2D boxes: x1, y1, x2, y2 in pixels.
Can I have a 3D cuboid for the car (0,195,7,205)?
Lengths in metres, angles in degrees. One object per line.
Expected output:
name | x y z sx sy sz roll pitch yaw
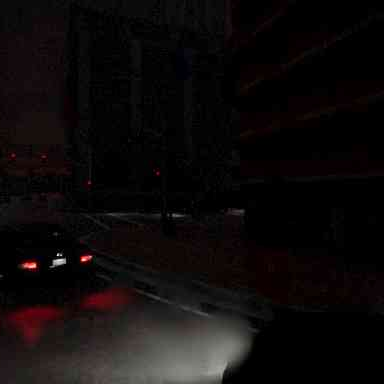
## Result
car | -34.653 1.601 58.842 1.895 1.301 4.718 0 0 -23

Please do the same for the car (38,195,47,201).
car | -36.189 1.540 80.546 2.033 1.411 5.357 0 0 -23

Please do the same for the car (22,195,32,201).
car | -40.079 1.525 80.763 2.128 1.511 4.902 0 0 -23

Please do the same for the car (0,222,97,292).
car | -4.408 1.547 9.102 2.033 1.411 5.357 0 0 -38

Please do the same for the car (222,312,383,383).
car | 2.800 1.547 2.071 5.357 1.411 2.033 0 0 35

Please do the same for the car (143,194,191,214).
car | -2.525 1.277 36.554 5.566 2.045 2.150 0 0 -22

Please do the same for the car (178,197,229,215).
car | 1.461 1.560 34.413 4.892 1.490 1.837 0 0 -22

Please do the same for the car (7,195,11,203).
car | -38.620 1.355 68.288 2.097 1.767 4.553 0 0 -23
